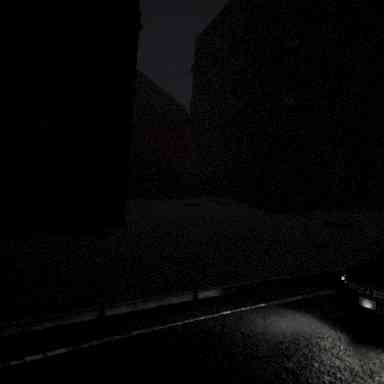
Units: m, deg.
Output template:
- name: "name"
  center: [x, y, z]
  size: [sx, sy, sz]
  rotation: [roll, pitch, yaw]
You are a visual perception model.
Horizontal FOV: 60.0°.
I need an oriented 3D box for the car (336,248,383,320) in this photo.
- name: "car"
  center: [4.961, 1.589, 6.507]
  size: [4.674, 1.442, 1.812]
  rotation: [1, -1, -27]
